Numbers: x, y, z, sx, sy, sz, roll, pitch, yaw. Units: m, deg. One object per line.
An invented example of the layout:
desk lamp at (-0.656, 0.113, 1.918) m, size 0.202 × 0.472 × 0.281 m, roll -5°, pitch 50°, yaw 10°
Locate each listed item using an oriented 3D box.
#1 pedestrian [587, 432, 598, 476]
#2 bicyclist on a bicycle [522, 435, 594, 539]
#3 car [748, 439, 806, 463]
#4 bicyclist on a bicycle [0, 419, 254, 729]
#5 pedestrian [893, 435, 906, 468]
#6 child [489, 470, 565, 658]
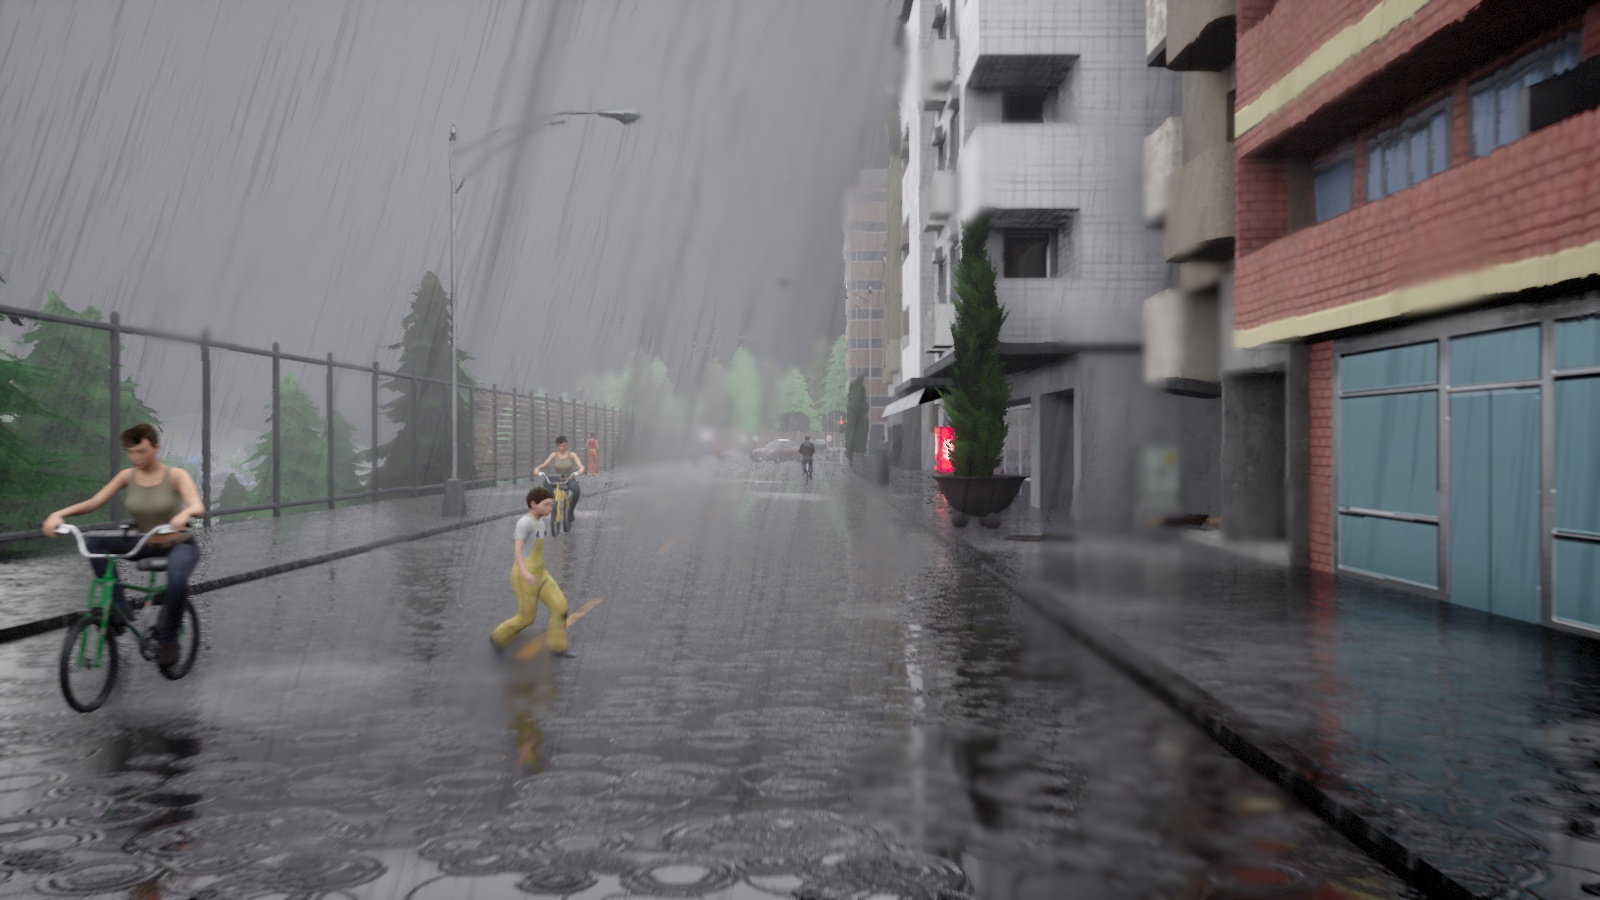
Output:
pedestrian at (-8.615, 0.156, 52.098) m, size 0.345 × 1.836 × 0.594 m, roll 0°, pitch 0°, yaw 3°
bicyclist on a bicycle at (-3.871, 0.566, 20.186) m, size 0.866 × 1.612 × 1.509 m, roll 0°, pitch 0°, yaw 0°
car at (-1.732, 0.064, 95.674) m, size 2.097 × 1.767 × 4.553 m, roll 0°, pitch 0°, yaw 36°
bicyclist on a bicycle at (-3.938, 0.639, 7.286) m, size 0.866 × 1.612 × 1.509 m, roll 0°, pitch 0°, yaw 1°
pedestrian at (5.573, 0.066, 70.084) m, size 0.634 × 1.844 × 0.899 m, roll 0°, pitch 0°, yaw -1°
child at (-1.884, 0.776, 8.670) m, size 0.437 × 1.263 × 0.270 m, roll 0°, pitch 0°, yaw 14°
